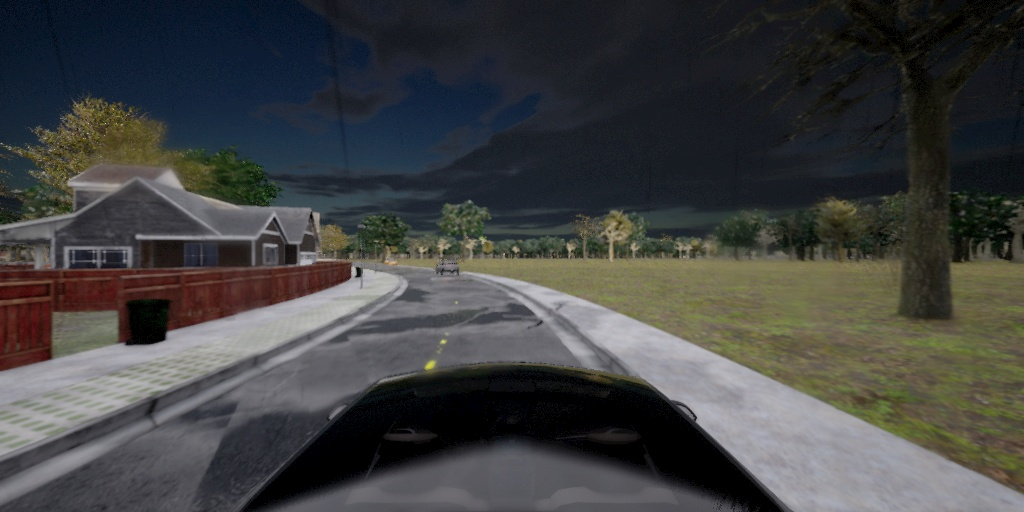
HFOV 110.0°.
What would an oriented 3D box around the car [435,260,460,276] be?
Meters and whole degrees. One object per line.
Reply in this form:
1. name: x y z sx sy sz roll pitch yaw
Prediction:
1. car: -6.514 1.093 36.010 2.128 1.511 4.902 0 0 -20
